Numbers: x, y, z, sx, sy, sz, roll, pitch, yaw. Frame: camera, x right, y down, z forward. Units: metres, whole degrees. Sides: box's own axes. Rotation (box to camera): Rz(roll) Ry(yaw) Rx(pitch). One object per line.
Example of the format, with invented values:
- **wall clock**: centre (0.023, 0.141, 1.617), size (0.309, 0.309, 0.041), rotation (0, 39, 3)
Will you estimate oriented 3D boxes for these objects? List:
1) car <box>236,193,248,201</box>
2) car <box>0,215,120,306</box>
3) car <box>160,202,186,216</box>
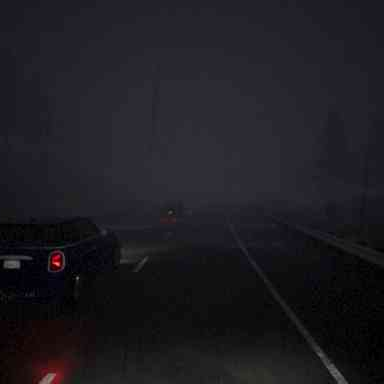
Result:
- **car**: centre (12.593, 1.196, 85.779), size (2.150, 2.045, 5.566), rotation (0, 0, 15)
- **car**: centre (-3.237, 1.346, 8.213), size (2.097, 1.767, 4.553), rotation (0, 0, 1)
- **car**: centre (-1.739, 1.586, 32.365), size (1.895, 1.301, 4.718), rotation (0, 0, 6)
